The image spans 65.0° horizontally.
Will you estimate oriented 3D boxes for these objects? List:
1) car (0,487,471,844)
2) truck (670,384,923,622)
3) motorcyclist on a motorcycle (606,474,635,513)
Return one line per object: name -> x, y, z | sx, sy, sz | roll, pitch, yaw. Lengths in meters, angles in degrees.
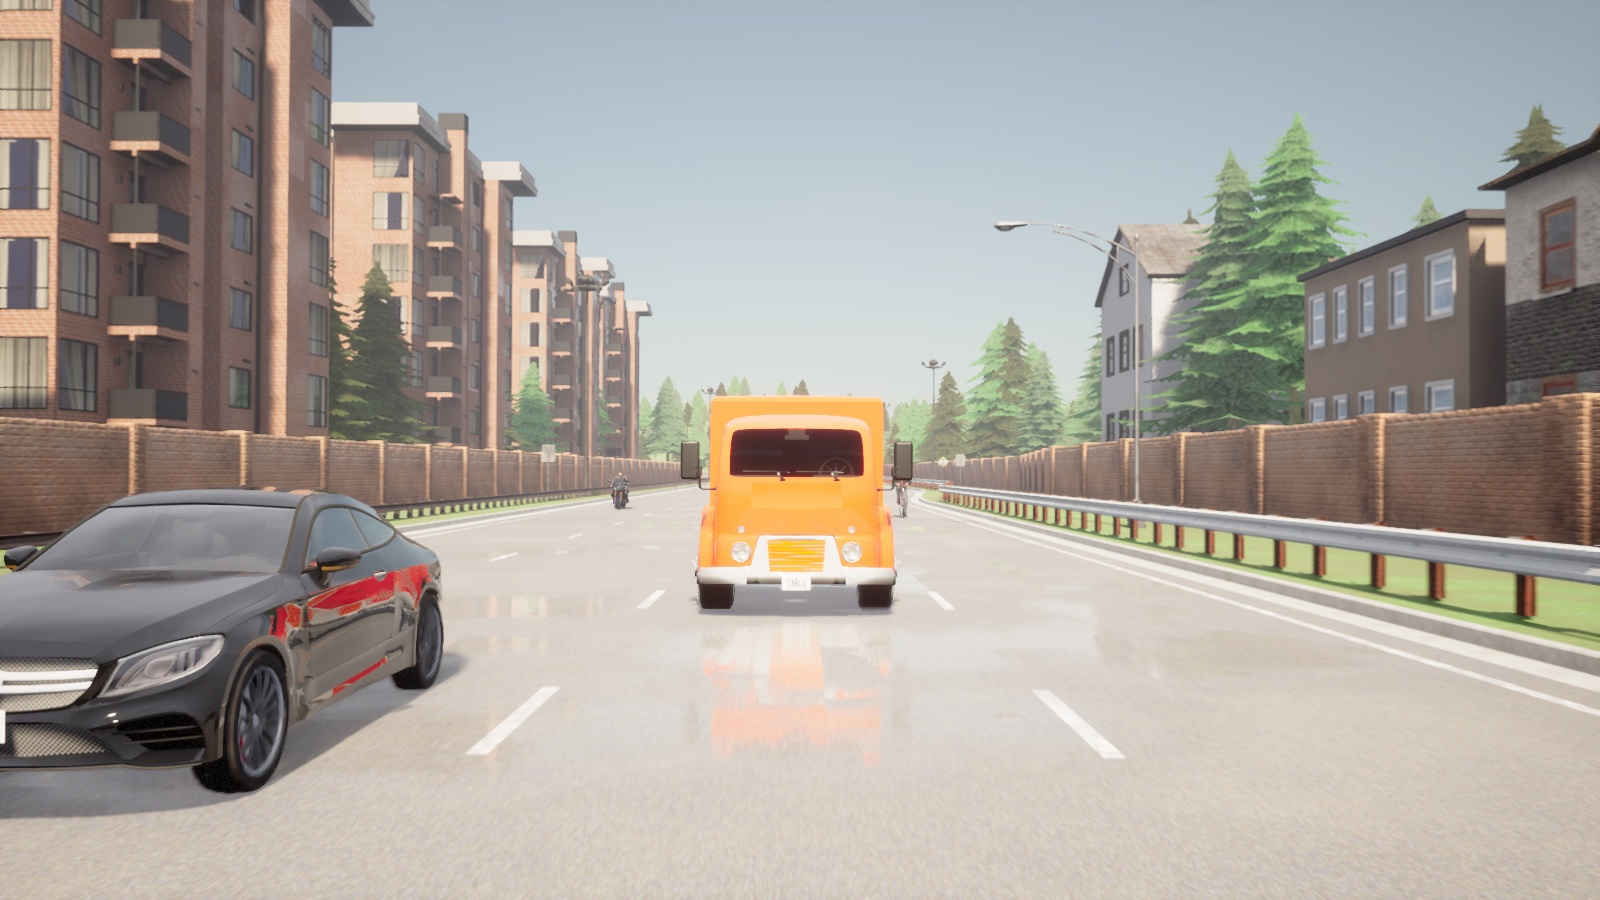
car -> -3.513, 0.982, 7.650 | 1.812, 1.442, 4.674 | 0, -1, 0
truck -> -0.040, 0.590, 15.682 | 2.627, 2.467, 5.204 | 0, -1, 0
motorcyclist on a motorcycle -> -7.121, 1.713, 49.951 | 0.866, 1.530, 2.191 | 0, -1, 0
